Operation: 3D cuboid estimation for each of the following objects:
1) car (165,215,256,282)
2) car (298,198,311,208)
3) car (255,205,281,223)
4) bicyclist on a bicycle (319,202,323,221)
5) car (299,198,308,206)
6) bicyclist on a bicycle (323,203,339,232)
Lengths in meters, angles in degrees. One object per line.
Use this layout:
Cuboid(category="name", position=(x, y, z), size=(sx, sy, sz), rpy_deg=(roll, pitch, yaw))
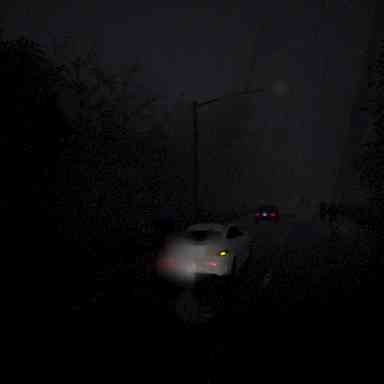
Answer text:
Cuboid(category="car", position=(0.668, 1.646, 10.191), size=(1.812, 1.442, 4.674), rpy_deg=(-1, -1, 18))
Cuboid(category="car", position=(20.011, 1.819, 59.070), size=(2.097, 1.767, 4.553), rpy_deg=(-1, -1, 18))
Cuboid(category="car", position=(6.336, 1.811, 27.871), size=(2.033, 1.411, 5.357), rpy_deg=(-1, -1, 18))
Cuboid(category="bicyclist on a bicycle", position=(10.800, 1.649, 27.493), size=(0.582, 1.620, 1.656), rpy_deg=(-1, -1, 18))
Cuboid(category="car", position=(23.419, 2.059, 70.004), size=(1.837, 1.490, 4.892), rpy_deg=(-1, -1, 18))
Cuboid(category="bicyclist on a bicycle", position=(8.107, 1.499, 19.103), size=(0.659, 1.776, 1.843), rpy_deg=(-1, -1, 18))
